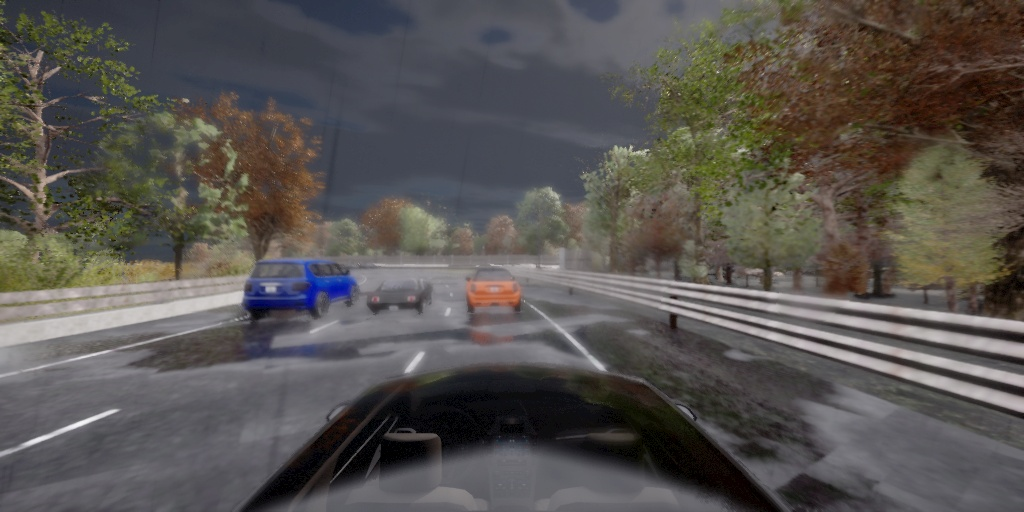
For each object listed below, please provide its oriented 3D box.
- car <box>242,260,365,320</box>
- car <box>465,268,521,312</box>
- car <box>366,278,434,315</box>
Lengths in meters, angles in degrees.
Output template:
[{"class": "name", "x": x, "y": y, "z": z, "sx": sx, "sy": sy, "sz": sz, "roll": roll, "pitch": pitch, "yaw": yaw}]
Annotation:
[{"class": "car", "x": -7.732, "y": 1.163, "z": 13.786, "sx": 2.150, "sy": 2.045, "sz": 5.566, "roll": 0, "pitch": 0, "yaw": -6}, {"class": "car", "x": -0.904, "y": 1.285, "z": 15.413, "sx": 2.097, "sy": 1.767, "sz": 4.553, "roll": 0, "pitch": -1, "yaw": -7}, {"class": "car", "x": -4.309, "y": 1.537, "z": 14.575, "sx": 1.895, "sy": 1.301, "sz": 4.718, "roll": 0, "pitch": -1, "yaw": -6}]
